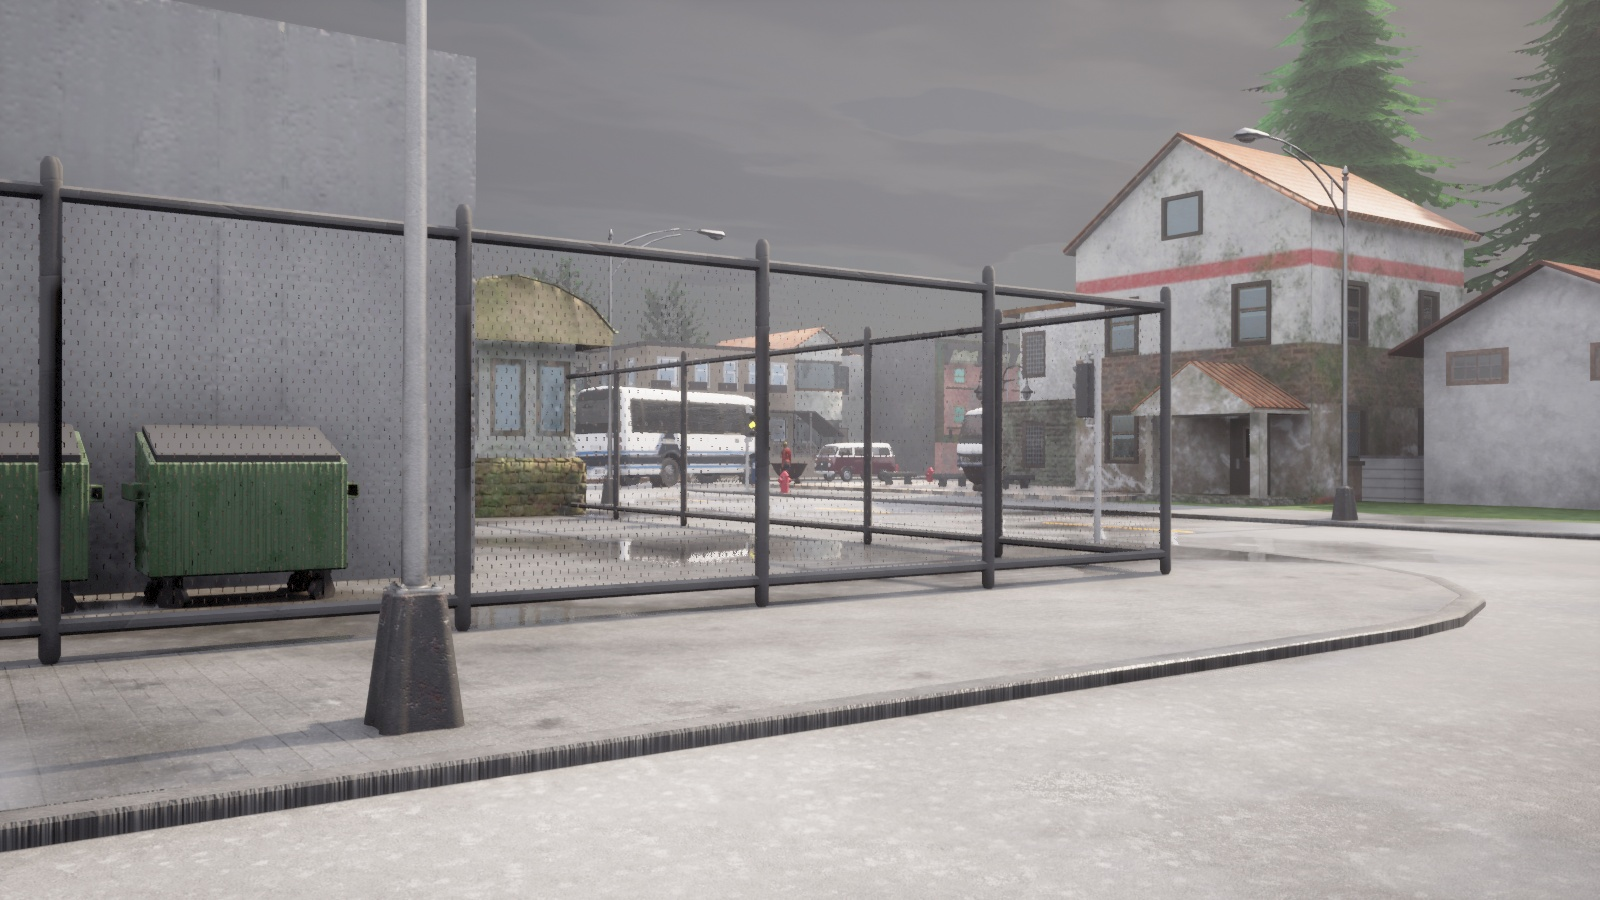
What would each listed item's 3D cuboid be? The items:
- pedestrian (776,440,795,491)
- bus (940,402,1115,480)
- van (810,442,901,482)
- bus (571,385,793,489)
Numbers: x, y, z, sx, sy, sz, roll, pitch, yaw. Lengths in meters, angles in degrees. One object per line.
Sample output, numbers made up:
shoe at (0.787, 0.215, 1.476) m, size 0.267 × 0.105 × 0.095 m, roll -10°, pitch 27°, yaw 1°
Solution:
pedestrian at (-0.533, 0.564, 46.224) m, size 0.636 × 1.846 × 0.331 m, roll 0°, pitch 0°, yaw 39°
bus at (13.354, -0.481, 73.223) m, size 10.273 × 4.253 × 3.944 m, roll 0°, pitch 0°, yaw -35°
van at (2.929, 0.624, 66.090) m, size 4.480 × 2.038 × 2.069 m, roll 0°, pitch 0°, yaw -35°
bus at (-5.083, -0.482, 56.659) m, size 3.944 × 4.253 × 10.273 m, roll -2°, pitch -1°, yaw 37°
